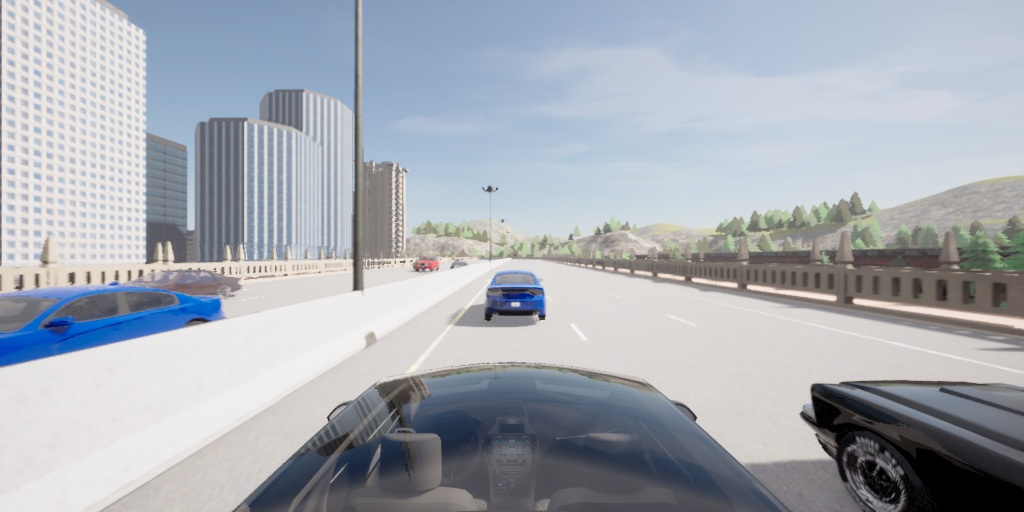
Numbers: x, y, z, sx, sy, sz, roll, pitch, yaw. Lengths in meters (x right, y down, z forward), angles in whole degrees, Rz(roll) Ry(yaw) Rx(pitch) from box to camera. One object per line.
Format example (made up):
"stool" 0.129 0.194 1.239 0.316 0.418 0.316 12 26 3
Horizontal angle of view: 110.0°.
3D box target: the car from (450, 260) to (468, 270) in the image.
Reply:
"car" -7.061 1.242 48.378 2.128 1.511 4.902 0 0 0

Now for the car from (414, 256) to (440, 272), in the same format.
"car" -10.575 0.970 45.119 2.150 2.045 5.566 0 0 0

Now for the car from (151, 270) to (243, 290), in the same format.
"car" -14.097 1.297 15.134 2.033 1.411 5.357 0 0 0

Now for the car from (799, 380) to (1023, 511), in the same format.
"car" 3.600 1.351 1.157 1.895 1.301 4.718 0 0 0

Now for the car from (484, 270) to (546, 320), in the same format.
"car" 0.103 1.227 12.685 1.882 1.535 5.008 0 0 0

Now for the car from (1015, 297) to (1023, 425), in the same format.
"car" 7.097 1.242 1.848 2.128 1.511 4.902 0 0 0

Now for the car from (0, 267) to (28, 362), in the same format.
"car" -10.599 1.102 4.803 2.097 1.767 4.553 0 0 0

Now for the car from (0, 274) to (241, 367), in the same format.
"car" -7.100 1.227 5.583 1.882 1.535 5.008 0 0 0
